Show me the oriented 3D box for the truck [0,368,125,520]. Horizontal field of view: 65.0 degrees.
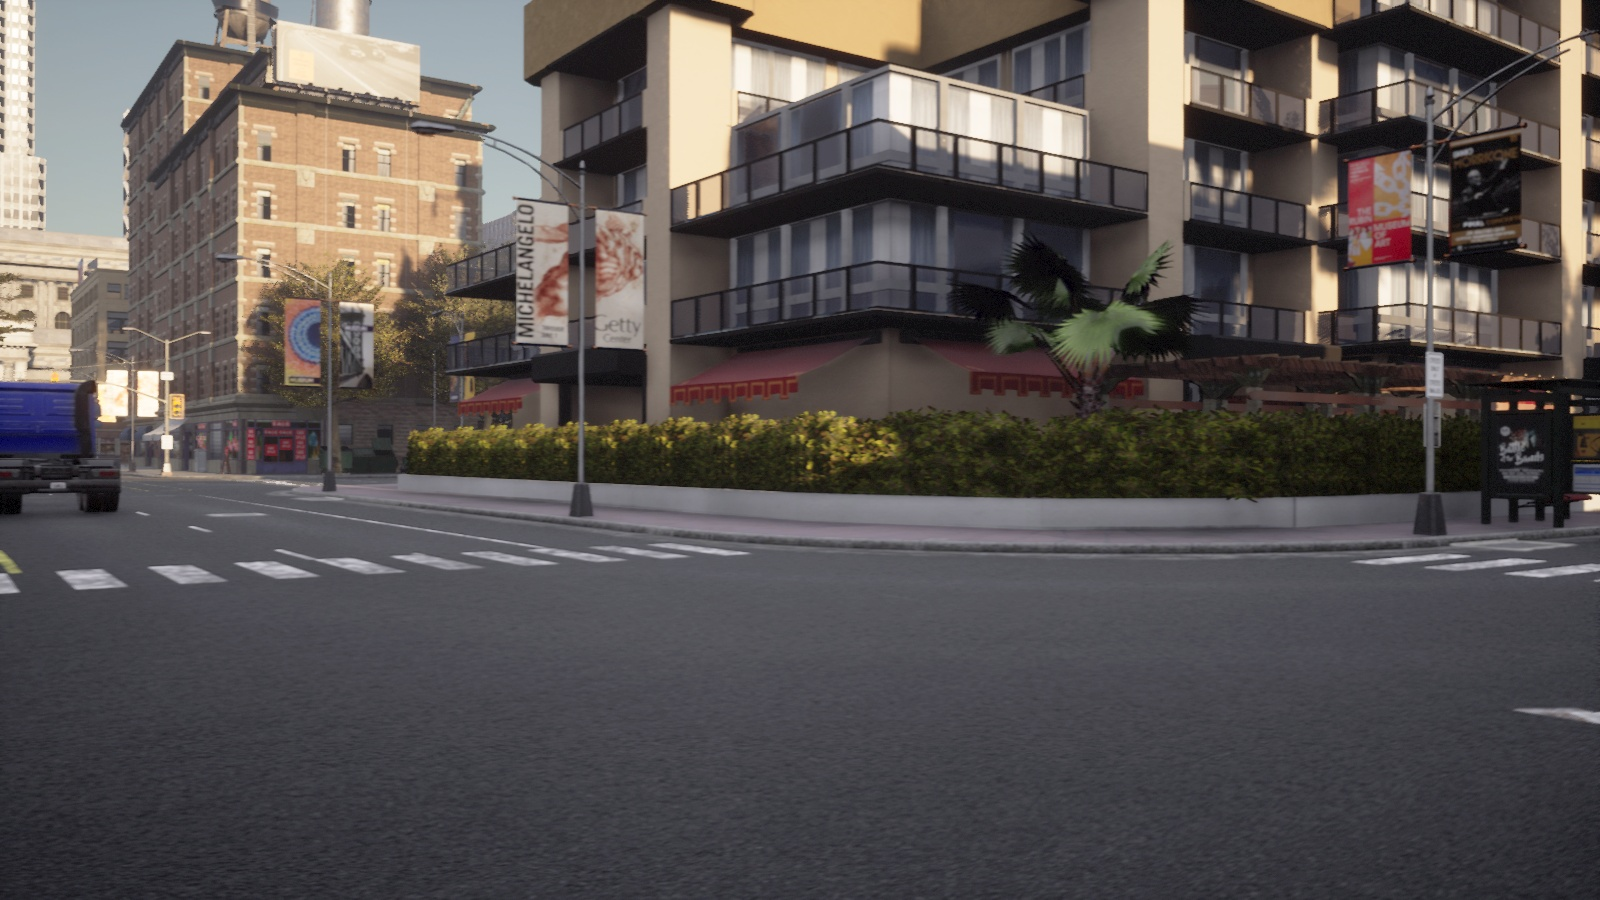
[{"bbox_3d":[-19.610,-0.116,32.404,2.891,3.462,7.936,0,0,-35],"label":"truck"}]
